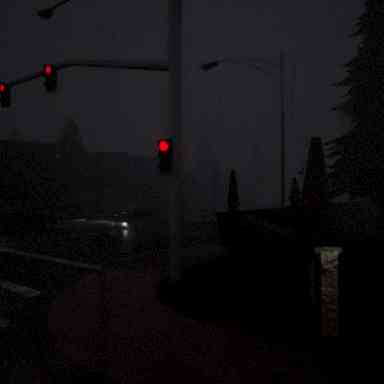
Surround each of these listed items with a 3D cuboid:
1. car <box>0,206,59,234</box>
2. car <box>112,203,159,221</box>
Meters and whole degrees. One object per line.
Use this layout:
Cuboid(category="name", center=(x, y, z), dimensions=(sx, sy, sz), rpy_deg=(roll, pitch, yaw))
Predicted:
Cuboid(category="car", center=(-10.851, 1.657, 20.868), dimensions=(1.837, 1.490, 4.892), rpy_deg=(-1, 0, 35))
Cuboid(category="car", center=(-4.868, 1.677, 29.266), dimensions=(1.812, 1.442, 4.674), rpy_deg=(-1, 0, 36))
